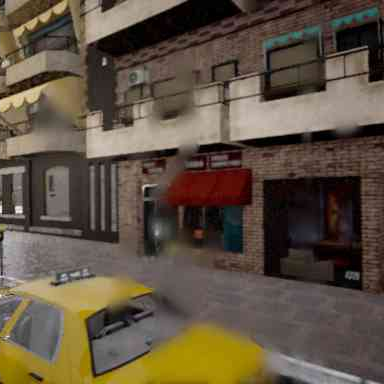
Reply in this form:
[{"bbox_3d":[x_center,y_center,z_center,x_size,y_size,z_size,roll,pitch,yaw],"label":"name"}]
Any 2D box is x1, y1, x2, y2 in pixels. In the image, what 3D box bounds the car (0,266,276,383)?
[{"bbox_3d":[-1.525,1.541,3.815,4.829,1.417,1.752,0,-1,35],"label":"car"}]
